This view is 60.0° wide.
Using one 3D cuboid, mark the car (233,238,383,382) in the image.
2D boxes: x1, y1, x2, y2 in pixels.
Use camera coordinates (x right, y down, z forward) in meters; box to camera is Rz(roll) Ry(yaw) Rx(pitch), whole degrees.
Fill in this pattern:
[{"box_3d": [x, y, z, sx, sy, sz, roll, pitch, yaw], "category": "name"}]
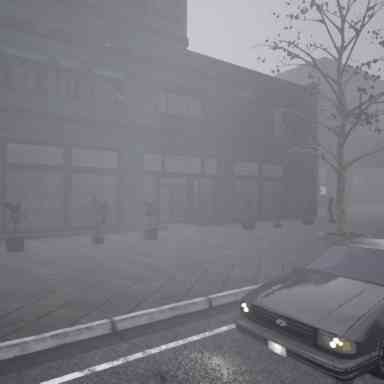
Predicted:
[{"box_3d": [3.225, 1.554, 5.665, 5.357, 1.411, 2.033, 0, 0, -35], "category": "car"}]
